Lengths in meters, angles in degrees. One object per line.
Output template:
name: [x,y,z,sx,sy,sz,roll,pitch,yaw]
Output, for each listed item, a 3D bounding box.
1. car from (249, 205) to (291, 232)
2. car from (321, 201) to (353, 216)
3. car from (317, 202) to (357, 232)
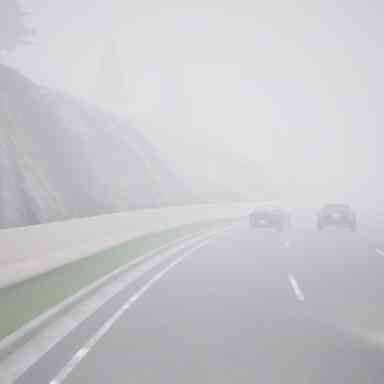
car: [5.060,1.552,21.144,1.882,1.535,5.008,0,0,24]
car: [15.903,1.758,36.375,1.994,1.385,4.181,0,0,41]
car: [9.355,1.466,21.334,2.097,1.767,4.553,1,0,27]
